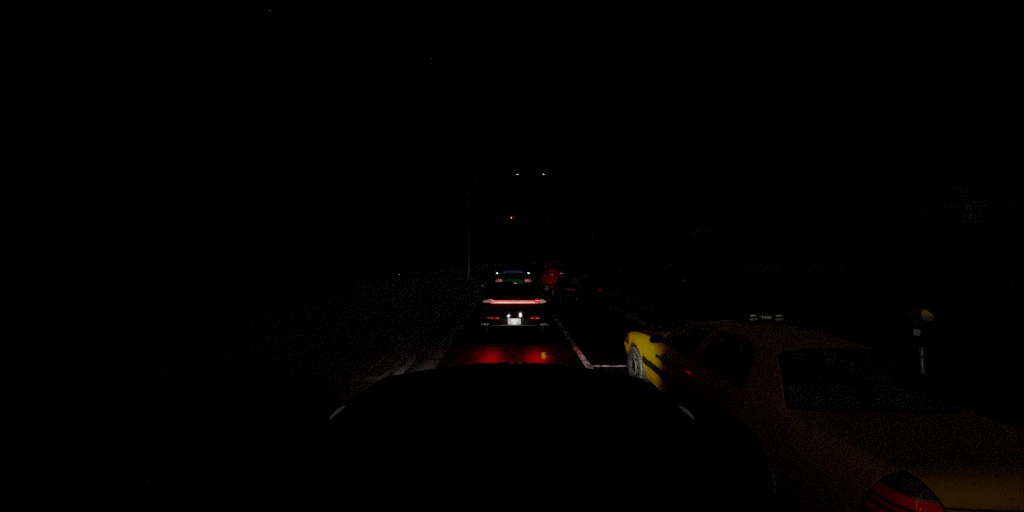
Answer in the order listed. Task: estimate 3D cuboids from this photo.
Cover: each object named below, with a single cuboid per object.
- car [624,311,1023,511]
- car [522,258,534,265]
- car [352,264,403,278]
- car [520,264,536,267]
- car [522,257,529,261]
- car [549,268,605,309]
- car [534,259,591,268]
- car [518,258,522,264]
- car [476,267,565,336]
[{"bbox_3d":[2.642,1.276,4.042,1.751,1.417,4.829,0,0,0],"label":"car"},{"bbox_3d":[2.699,1.356,46.648,1.888,1.381,4.507,0,0,0],"label":"car"},{"bbox_3d":[-12.208,1.343,31.807,4.718,1.301,1.895,0,-1,0],"label":"car"},{"bbox_3d":[0.053,1.325,19.337,1.994,1.385,4.181,0,0,-1],"label":"car"},{"bbox_3d":[2.721,1.403,62.960,1.888,1.381,4.507,0,0,0],"label":"car"},{"bbox_3d":[2.656,1.338,14.770,1.802,1.307,4.207,0,0,0],"label":"car"},{"bbox_3d":[2.663,1.076,20.219,2.192,1.841,5.009,0,0,0],"label":"car"},{"bbox_3d":[0.145,1.327,51.290,1.837,1.490,4.892,0,0,0],"label":"car"},{"bbox_3d":[0.077,1.245,10.393,2.128,1.511,4.902,0,0,1],"label":"car"}]
